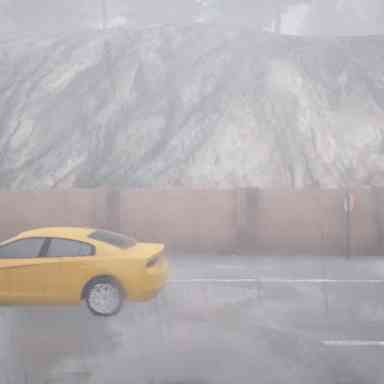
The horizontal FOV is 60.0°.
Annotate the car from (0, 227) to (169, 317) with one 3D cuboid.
[{"bbox_3d":[-2.989,1.489,6.909,5.008,1.535,1.882,0,0,1],"label":"car"}]
